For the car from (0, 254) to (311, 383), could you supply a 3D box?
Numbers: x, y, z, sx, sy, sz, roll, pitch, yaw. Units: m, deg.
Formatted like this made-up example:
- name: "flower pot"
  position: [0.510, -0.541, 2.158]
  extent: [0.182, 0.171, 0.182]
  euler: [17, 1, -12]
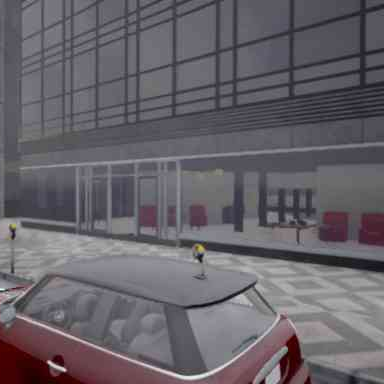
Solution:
- name: "car"
  position: [-0.967, 1.432, 3.649]
  extent: [4.097, 1.590, 1.967]
  euler: [0, 0, 36]
